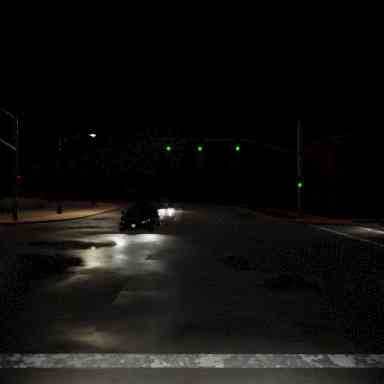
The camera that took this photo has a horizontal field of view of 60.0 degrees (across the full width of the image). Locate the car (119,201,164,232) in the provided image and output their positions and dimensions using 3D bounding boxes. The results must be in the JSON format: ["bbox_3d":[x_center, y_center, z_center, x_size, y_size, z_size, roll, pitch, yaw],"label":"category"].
[{"bbox_3d":[-3.057,1.531,20.060,1.837,1.490,4.892,0,0,1],"label":"car"}]

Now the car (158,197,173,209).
[{"bbox_3d":[-3.674,1.491,46.126,2.128,1.511,4.902,0,0,-8],"label":"car"}]
